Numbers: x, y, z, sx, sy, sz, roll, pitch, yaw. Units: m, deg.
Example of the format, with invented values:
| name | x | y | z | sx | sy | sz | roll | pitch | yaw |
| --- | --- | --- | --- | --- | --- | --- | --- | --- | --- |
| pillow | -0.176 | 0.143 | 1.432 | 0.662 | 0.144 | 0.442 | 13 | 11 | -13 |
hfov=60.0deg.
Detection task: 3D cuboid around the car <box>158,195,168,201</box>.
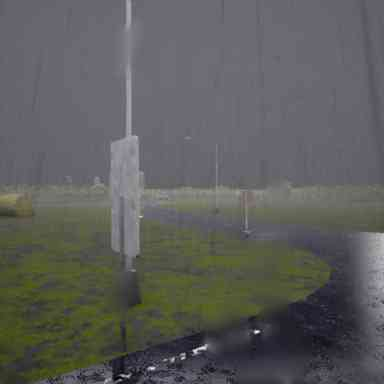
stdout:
| name | x | y | z | sx | sy | sz | roll | pitch | yaw |
| --- | --- | --- | --- | --- | --- | --- | --- | --- | --- |
| car | -8.309 | 1.660 | 93.763 | 1.812 | 1.442 | 4.674 | 0 | 0 | 0 |
